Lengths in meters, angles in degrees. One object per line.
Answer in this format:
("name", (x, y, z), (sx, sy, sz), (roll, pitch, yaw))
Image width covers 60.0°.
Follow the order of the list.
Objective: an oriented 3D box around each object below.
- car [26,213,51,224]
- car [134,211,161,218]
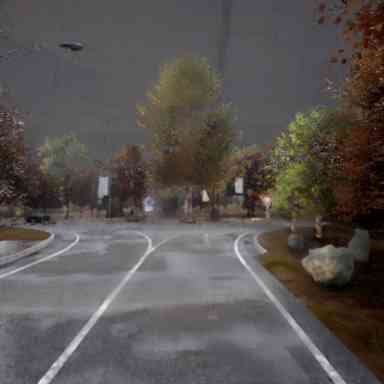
("car", (-19.375, 3.287, 42.100), (1.895, 1.301, 4.718), (0, -3, -8))
("car", (-8.136, 4.045, 60.792), (4.902, 1.511, 2.128), (2, -4, -16))
